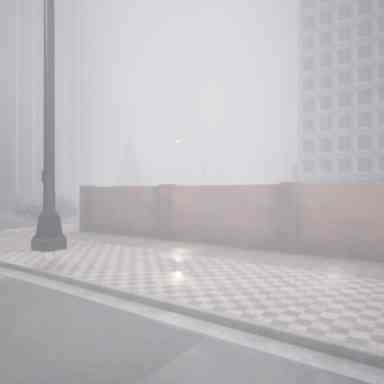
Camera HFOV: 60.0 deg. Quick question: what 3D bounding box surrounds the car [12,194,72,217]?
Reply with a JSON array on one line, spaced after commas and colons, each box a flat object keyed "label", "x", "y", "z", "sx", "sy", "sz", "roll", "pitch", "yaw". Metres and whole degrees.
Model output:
[{"label": "car", "x": -13.702, "y": 1.240, "z": 31.095, "sx": 2.150, "sy": 2.045, "sz": 5.566, "roll": 0, "pitch": 0, "yaw": 35}]

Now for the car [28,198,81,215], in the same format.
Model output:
[{"label": "car", "x": -14.662, "y": 1.498, "z": 35.815, "sx": 1.882, "sy": 1.535, "sz": 5.008, "roll": 0, "pitch": 0, "yaw": 35}]

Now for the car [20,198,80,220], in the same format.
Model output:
[{"label": "car", "x": -11.370, "y": 1.521, "z": 27.980, "sx": 1.837, "sy": 1.490, "sz": 4.892, "roll": 0, "pitch": 0, "yaw": 35}]
